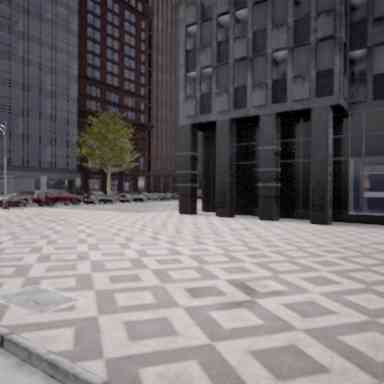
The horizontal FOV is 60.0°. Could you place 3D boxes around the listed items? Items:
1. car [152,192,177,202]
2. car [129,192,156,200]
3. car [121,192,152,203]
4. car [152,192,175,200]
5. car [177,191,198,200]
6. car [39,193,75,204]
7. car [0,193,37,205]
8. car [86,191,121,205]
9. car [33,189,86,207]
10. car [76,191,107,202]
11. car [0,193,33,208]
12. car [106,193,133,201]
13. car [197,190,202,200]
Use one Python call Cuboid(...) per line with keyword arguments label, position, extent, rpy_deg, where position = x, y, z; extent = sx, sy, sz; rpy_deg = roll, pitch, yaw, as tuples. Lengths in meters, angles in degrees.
Cuboid(label="car", position=(-5.287, 0.775, 53.155), extent=(2.033, 1.411, 5.357), rpy_deg=(1, 1, 35))
Cuboid(label="car", position=(-8.664, 0.695, 58.634), extent=(1.752, 1.417, 4.829), rpy_deg=(1, 1, 34))
Cuboid(label="car", position=(-7.909, 0.841, 44.649), extent=(1.947, 1.339, 4.313), rpy_deg=(1, 1, 34))
Cuboid(label="car", position=(-5.383, 0.721, 63.429), extent=(1.947, 1.339, 4.313), rpy_deg=(1, 1, 34))
Cuboid(label="car", position=(-1.538, 0.787, 53.954), extent=(1.887, 1.381, 4.507), rpy_deg=(1, 1, 34))
Cuboid(label="car", position=(-18.126, 0.804, 44.816), extent=(1.802, 1.307, 4.206), rpy_deg=(1, 1, 34))
Cuboid(label="car", position=(-21.312, 0.808, 40.162), extent=(1.947, 1.339, 4.313), rpy_deg=(1, 1, 34))
Cuboid(label="car", position=(-11.094, 0.861, 39.997), extent=(1.947, 1.339, 4.313), rpy_deg=(1, 1, 34))
Cuboid(label="car", position=(-14.277, 0.630, 35.342), extent=(2.192, 1.841, 5.009), rpy_deg=(1, 1, 34))
Cuboid(label="car", position=(-14.940, 0.643, 49.467), extent=(1.967, 1.590, 4.097), rpy_deg=(1, 1, 34))
Cuboid(label="car", position=(-17.465, 0.920, 30.691), extent=(1.802, 1.307, 4.206), rpy_deg=(1, 1, 34))
Cuboid(label="car", position=(-11.754, 0.767, 54.122), extent=(1.802, 1.307, 4.206), rpy_deg=(1, 1, 34))
Cuboid(label="car", position=(1.650, 0.543, 58.606), extent=(2.192, 1.841, 5.009), rpy_deg=(1, 1, 34))
